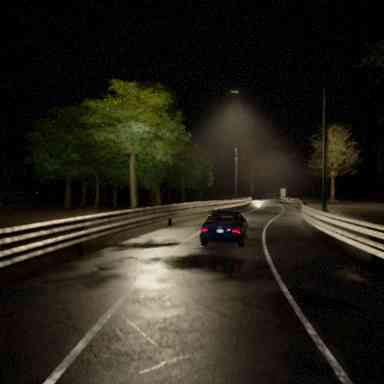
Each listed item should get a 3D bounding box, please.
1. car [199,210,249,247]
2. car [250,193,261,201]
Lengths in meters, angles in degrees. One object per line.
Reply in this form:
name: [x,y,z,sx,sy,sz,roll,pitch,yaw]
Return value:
car: [1.571,1.552,15.266,2.033,1.411,5.357,0,0,11]
car: [16.148,1.182,84.891,2.150,2.045,5.566,0,0,0]
